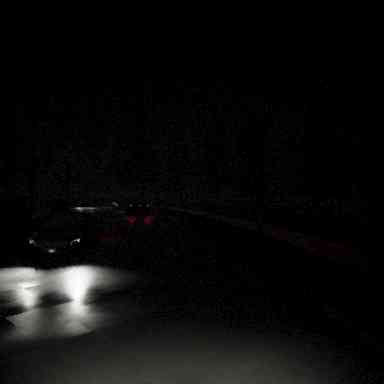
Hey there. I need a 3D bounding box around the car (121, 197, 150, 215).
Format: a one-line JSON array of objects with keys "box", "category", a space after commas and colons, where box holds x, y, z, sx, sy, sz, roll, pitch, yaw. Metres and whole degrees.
[{"box": [-5.645, 1.352, 33.757, 2.097, 1.767, 4.553, 0, 0, -18], "category": "car"}]

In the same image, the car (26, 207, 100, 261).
[{"box": [-4.619, 1.526, 12.544, 1.812, 1.442, 4.674, 0, 0, -7], "category": "car"}]

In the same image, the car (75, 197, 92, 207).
[{"box": [-16.176, 1.477, 49.658, 1.882, 1.535, 5.008, 0, 0, -27], "category": "car"}]

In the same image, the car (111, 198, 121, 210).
[{"box": [-9.292, 1.547, 43.787, 2.033, 1.411, 5.357, 0, 0, -25], "category": "car"}]
